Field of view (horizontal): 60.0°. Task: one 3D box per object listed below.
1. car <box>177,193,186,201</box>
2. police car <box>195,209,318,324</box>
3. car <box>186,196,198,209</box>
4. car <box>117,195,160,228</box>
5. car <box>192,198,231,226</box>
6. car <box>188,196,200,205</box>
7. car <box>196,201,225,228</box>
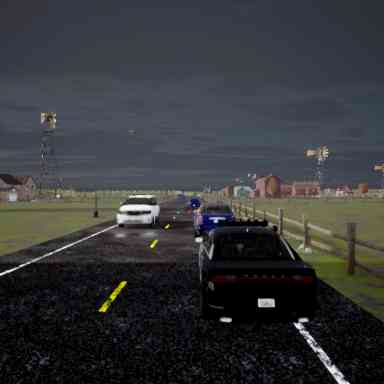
[{"bbox_3d":[-2.930,1.380,89.904,2.150,2.045,5.566,0,0,0],"label":"car"},{"bbox_3d":[1.108,1.425,7.466,1.930,1.638,5.238,0,0,0],"label":"police car"},{"bbox_3d":[0.337,1.562,45.321,1.812,1.442,4.674,0,0,1],"label":"car"},{"bbox_3d":[-3.450,1.228,22.432,2.150,2.045,5.566,0,0,0],"label":"car"},{"bbox_3d":[1.168,1.354,17.328,2.097,1.767,4.553,0,0,0],"label":"car"},{"bbox_3d":[0.396,1.563,61.975,2.128,1.511,4.902,0,0,0],"label":"car"},{"bbox_3d":[1.208,1.463,23.547,1.801,1.575,5.366,0,0,0],"label":"car"}]
